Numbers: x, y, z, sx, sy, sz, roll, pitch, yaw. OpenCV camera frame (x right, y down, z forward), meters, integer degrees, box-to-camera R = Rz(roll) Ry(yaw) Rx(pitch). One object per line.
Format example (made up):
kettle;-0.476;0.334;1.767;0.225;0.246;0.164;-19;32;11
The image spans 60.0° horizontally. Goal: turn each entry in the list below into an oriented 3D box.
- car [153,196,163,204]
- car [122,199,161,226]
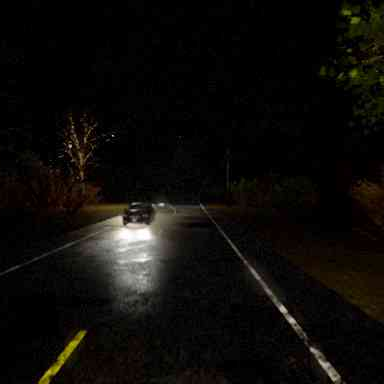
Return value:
car;-6.613;1.498;64.199;1.882;1.535;5.008;0;0;-6
car;-3.672;1.518;23.576;2.128;1.511;4.902;0;0;0
